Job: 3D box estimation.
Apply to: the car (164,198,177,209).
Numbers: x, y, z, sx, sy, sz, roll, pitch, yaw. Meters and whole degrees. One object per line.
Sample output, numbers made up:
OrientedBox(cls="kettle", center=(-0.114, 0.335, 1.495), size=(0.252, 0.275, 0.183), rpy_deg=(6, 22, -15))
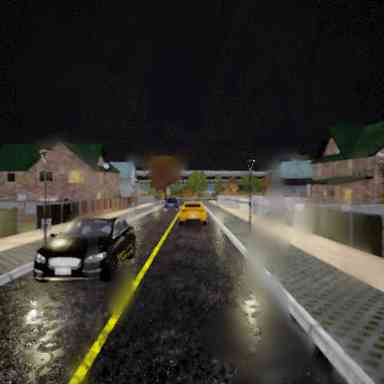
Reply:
OrientedBox(cls="car", center=(-2.853, 1.560, 47.150), size=(1.812, 1.442, 4.674), rpy_deg=(0, 0, 0))

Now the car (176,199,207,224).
OrientedBox(cls="car", center=(0.069, 1.484, 24.655), size=(1.882, 1.535, 5.008), rpy_deg=(0, -1, 0))

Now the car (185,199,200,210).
OrientedBox(cls="car", center=(0.071, 1.630, 43.685), size=(1.895, 1.301, 4.718), rpy_deg=(0, 0, 0))

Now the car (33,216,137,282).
OrientedBox(cls="car", center=(-2.844, 1.491, 9.795), size=(2.128, 1.511, 4.902), rpy_deg=(0, 0, 0))
